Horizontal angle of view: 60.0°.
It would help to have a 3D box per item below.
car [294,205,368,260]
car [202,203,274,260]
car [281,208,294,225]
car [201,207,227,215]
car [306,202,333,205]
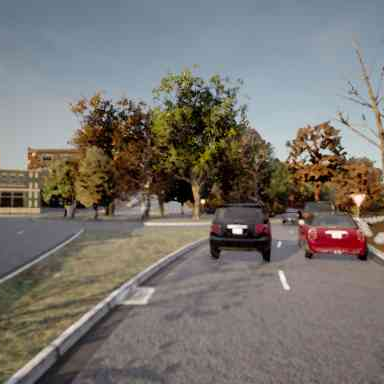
[{"bbox_3d":[5.521,1.575,13.587,2.097,1.767,4.553,-1,-1,14],"label":"car"},{"bbox_3d":[2.133,1.452,13.631,2.150,2.045,5.566,0,-1,13],"label":"car"},{"bbox_3d":[9.910,2.294,31.367,2.128,1.511,4.902,-1,-3,32],"label":"car"},{"bbox_3d":[4.257,3.734,65.204,4.892,1.490,1.837,-1,-3,33],"label":"car"},{"bbox_3d":[8.880,1.706,23.007,2.150,2.045,5.566,-1,-2,24],"label":"car"}]
